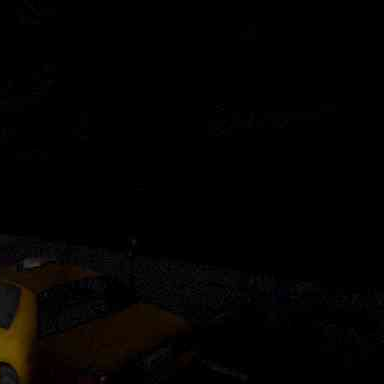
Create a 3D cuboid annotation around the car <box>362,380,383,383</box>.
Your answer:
[{"bbox_3d":[2.541,1.564,1.043,4.313,1.339,1.947,0,-1,36],"label":"car"}]

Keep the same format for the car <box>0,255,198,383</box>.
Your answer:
[{"bbox_3d":[-2.216,1.524,4.437,4.829,1.417,1.752,0,-1,36],"label":"car"}]
